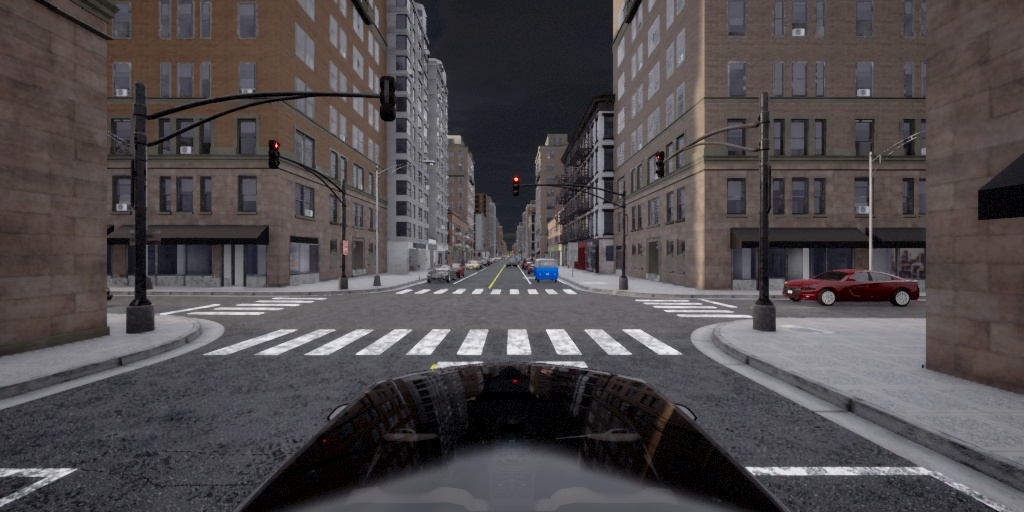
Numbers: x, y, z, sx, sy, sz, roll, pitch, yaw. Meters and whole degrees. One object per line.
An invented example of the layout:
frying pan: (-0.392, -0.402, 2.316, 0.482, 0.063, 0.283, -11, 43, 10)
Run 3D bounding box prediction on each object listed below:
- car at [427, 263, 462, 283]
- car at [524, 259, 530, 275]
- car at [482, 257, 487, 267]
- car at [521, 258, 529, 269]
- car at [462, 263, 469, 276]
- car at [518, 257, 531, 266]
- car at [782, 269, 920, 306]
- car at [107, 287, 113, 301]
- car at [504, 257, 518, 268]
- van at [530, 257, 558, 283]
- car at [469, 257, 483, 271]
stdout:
car: (-5.436, 1.299, 27.946, 2.007, 1.370, 4.403, 0, 0, 0)
car: (2.568, 1.330, 39.331, 1.802, 1.307, 4.207, 0, 0, 0)
car: (-5.488, 1.306, 56.356, 1.948, 1.339, 4.313, 0, 0, 0)
car: (2.547, 1.326, 50.695, 1.802, 1.307, 4.207, 0, 0, 0)
car: (-5.446, 1.294, 33.627, 1.888, 1.381, 4.507, 0, 0, 0)
car: (2.537, 1.055, 56.376, 2.192, 1.841, 5.009, 0, 0, 0)
car: (14.790, 1.326, 15.833, 5.008, 1.535, 1.882, 0, 0, 1)
car: (-17.751, 1.198, 12.776, 5.357, 1.411, 2.033, 0, 0, 0)
car: (-0.012, 1.337, 61.580, 1.895, 1.301, 4.718, 0, 0, 0)
van: (2.589, 1.090, 27.969, 1.690, 1.789, 3.998, 0, 0, 0)
car: (-5.478, 1.270, 50.504, 1.751, 1.417, 4.829, 0, 0, 0)
